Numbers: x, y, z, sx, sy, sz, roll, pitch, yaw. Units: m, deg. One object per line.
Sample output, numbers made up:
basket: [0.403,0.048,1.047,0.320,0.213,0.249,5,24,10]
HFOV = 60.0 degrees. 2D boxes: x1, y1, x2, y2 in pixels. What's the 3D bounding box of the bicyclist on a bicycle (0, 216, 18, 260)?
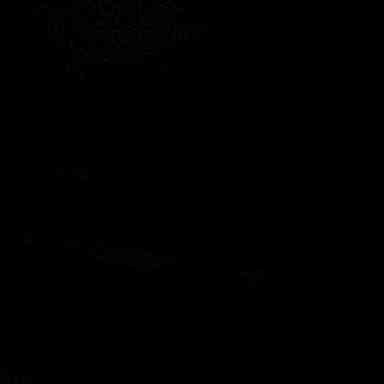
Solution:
bicyclist on a bicycle: [-5.281,1.060,8.479,0.582,1.620,1.656,2,7,34]
